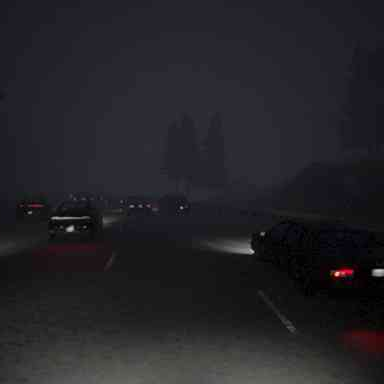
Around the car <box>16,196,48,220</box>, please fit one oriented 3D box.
[{"bbox_3d":[-10.820,1.053,23.106,2.128,1.511,4.902,0,1,-17],"label":"car"}]

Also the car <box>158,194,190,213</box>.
[{"bbox_3d":[-1.608,0.953,28.504,1.837,1.490,4.892,0,1,-19],"label":"car"}]

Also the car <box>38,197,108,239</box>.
[{"bbox_3d":[-5.247,1.196,15.389,2.128,1.511,4.902,0,1,-11],"label":"car"}]

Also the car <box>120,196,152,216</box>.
[{"bbox_3d":[-4.542,1.036,26.545,2.033,1.411,5.357,0,1,-19],"label":"car"}]

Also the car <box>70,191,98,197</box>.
[{"bbox_3d":[-11.164,0.710,33.624,2.097,1.767,4.553,-1,1,-24],"label":"car"}]

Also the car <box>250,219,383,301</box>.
[{"bbox_3d":[2.971,1.383,8.196,2.033,1.411,5.357,0,1,-6],"label":"car"}]

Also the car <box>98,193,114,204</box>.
[{"bbox_3d":[-11.249,0.804,41.651,1.895,1.301,4.718,-1,1,-28],"label":"car"}]
